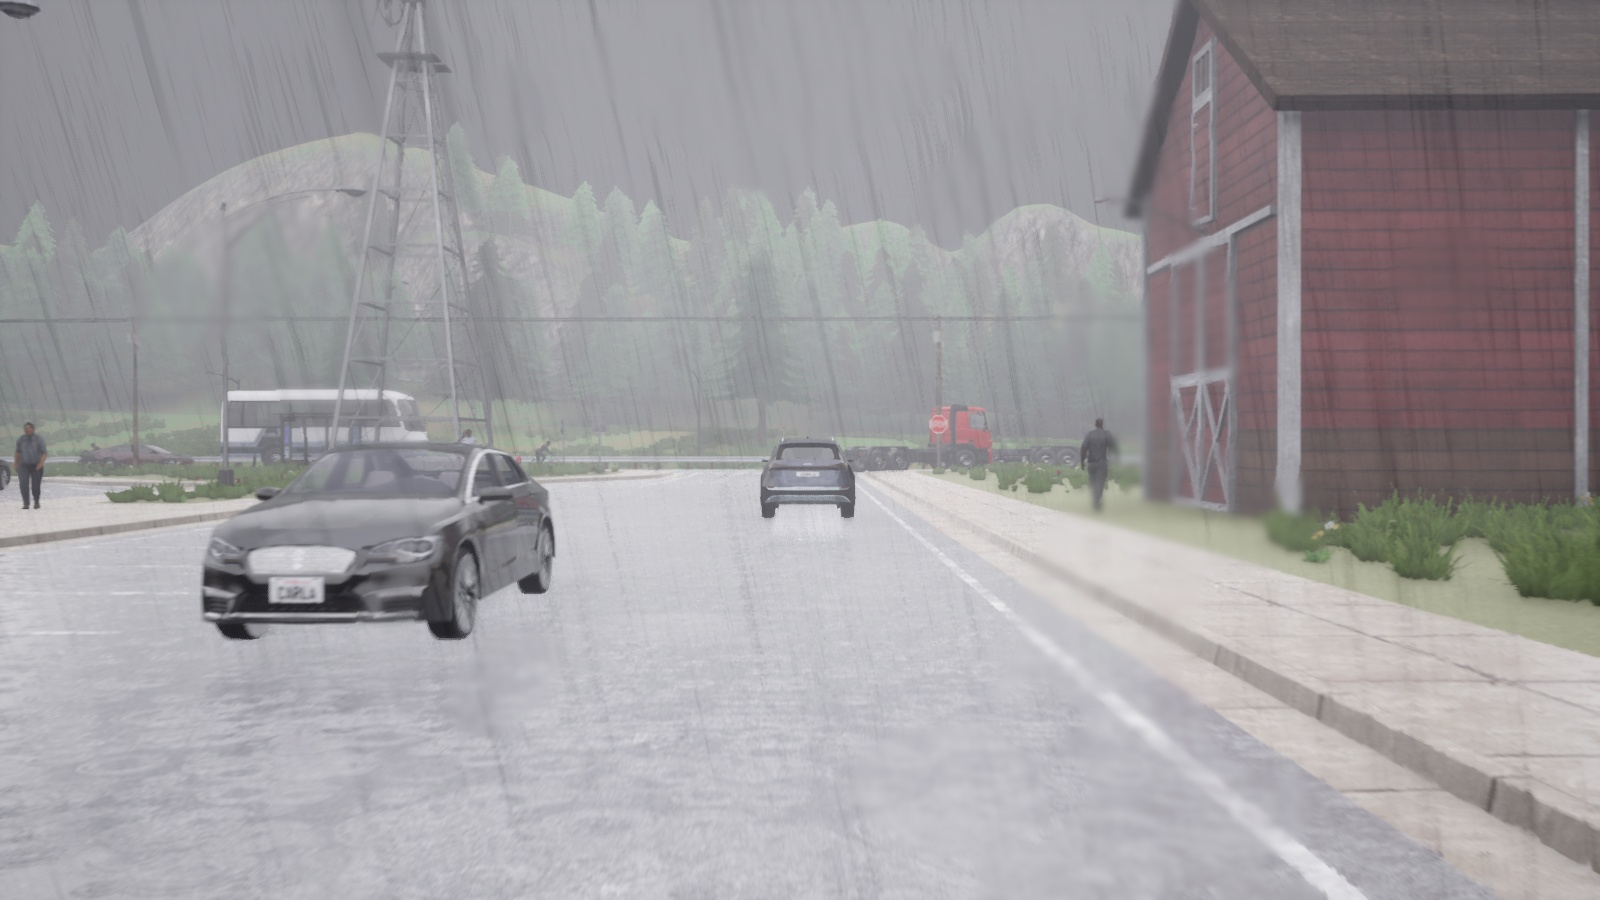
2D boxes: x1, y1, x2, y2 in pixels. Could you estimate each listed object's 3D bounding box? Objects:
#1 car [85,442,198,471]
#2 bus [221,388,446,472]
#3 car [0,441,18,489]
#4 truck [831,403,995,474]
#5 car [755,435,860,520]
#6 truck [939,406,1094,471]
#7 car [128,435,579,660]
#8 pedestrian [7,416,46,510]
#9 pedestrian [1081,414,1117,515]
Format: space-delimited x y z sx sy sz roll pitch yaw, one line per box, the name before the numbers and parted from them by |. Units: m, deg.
car | -34.394 0.348 65.755 4.792 1.488 2.163 0 0 -9
bus | -24.194 -1.019 65.577 10.273 4.253 3.944 0 0 1
car | -26.010 0.488 38.214 1.882 1.535 5.008 0 1 -8
truck | 5.792 -0.592 64.005 7.936 3.462 2.891 0 0 -25
car | 0.166 0.526 26.797 2.033 1.649 4.856 0 0 0
truck | 11.664 -0.610 68.249 7.936 3.462 2.891 0 0 1
car | -3.424 0.639 10.857 2.128 1.511 4.902 0 0 0
pedestrian | -15.471 0.256 25.140 0.540 1.848 0.694 0 0 -21
pedestrian | 5.712 0.267 23.969 0.563 1.883 0.849 0 0 20
